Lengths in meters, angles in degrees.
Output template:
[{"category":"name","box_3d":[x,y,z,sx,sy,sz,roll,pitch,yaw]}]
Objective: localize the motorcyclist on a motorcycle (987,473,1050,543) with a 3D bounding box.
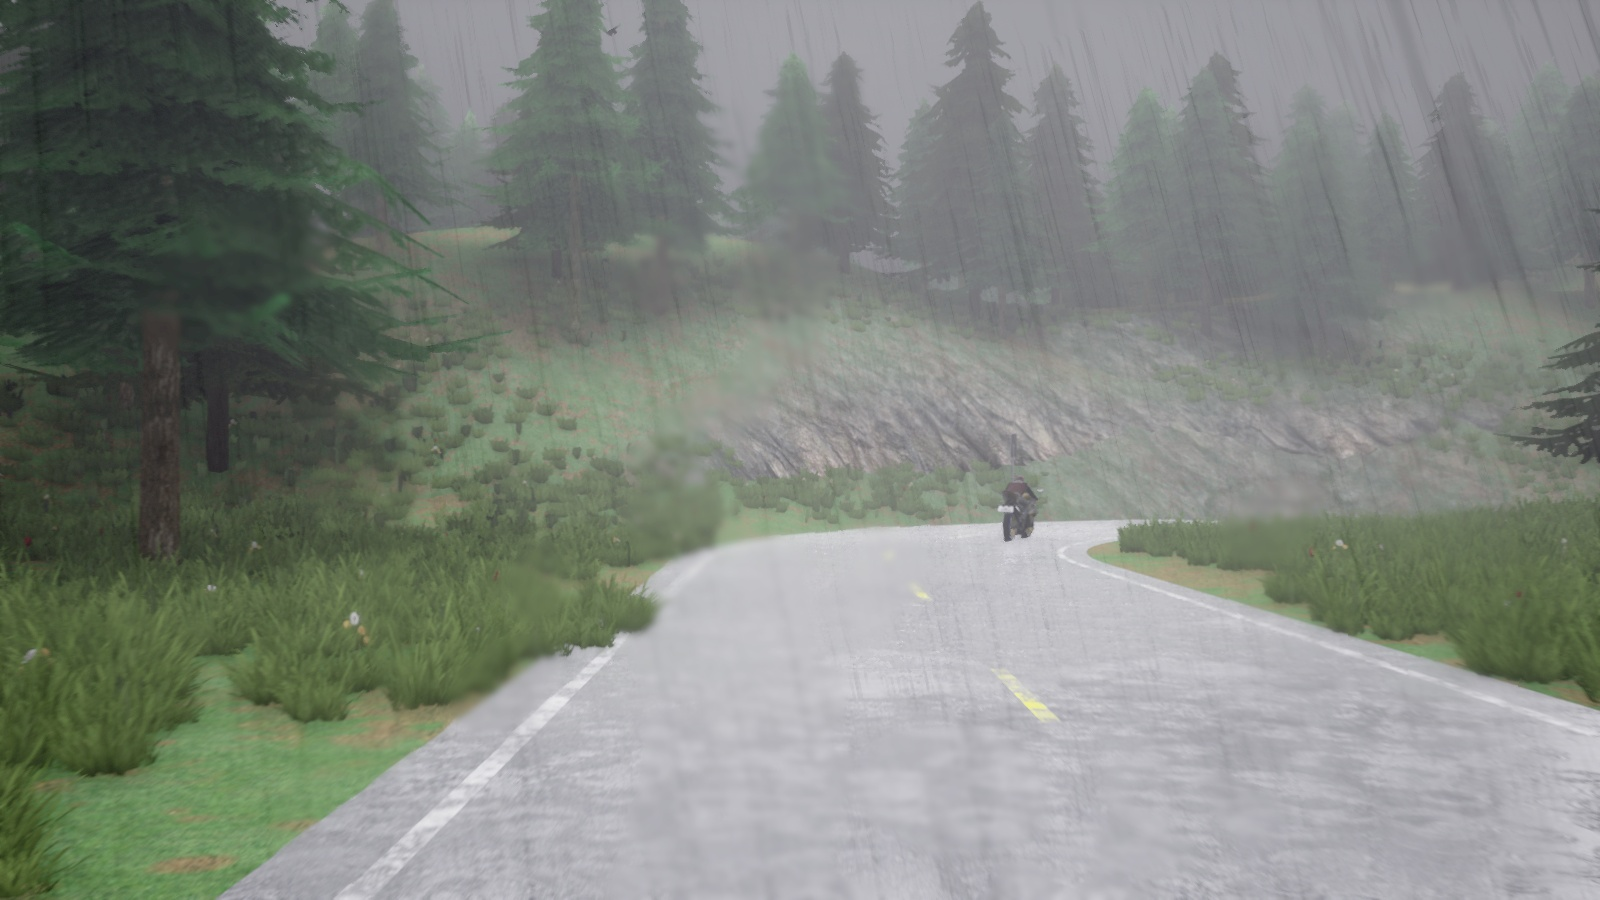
[{"category":"motorcyclist on a motorcycle","box_3d":[5.099,1.317,29.171,0.866,1.530,2.191,1,0,26]}]
